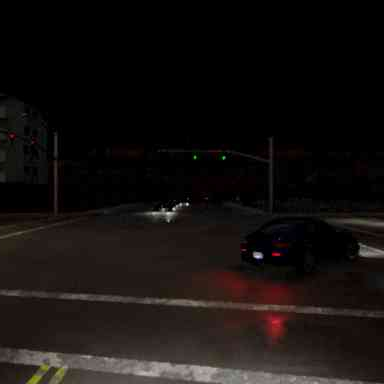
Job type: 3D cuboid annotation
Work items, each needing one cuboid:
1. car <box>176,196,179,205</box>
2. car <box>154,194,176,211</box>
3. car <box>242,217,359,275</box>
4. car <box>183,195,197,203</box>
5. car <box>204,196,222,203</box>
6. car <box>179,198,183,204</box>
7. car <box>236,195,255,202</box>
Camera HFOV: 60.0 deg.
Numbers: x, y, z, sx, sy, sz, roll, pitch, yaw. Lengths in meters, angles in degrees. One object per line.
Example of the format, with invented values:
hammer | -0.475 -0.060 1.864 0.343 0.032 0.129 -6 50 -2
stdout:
car | -3.548 1.636 51.983 1.812 1.442 4.674 0 0 1
car | -3.572 1.312 42.347 2.150 2.045 5.566 0 0 0
car | 3.456 1.508 10.420 4.674 1.442 1.812 0 -1 -43
car | -0.716 1.507 71.670 2.097 1.767 4.553 0 0 27
car | 4.660 1.681 73.561 2.128 1.511 4.902 0 0 39
car | -3.436 1.483 61.861 2.097 1.767 4.553 0 0 2
car | 12.834 1.524 80.038 4.553 1.767 2.097 0 0 -24
